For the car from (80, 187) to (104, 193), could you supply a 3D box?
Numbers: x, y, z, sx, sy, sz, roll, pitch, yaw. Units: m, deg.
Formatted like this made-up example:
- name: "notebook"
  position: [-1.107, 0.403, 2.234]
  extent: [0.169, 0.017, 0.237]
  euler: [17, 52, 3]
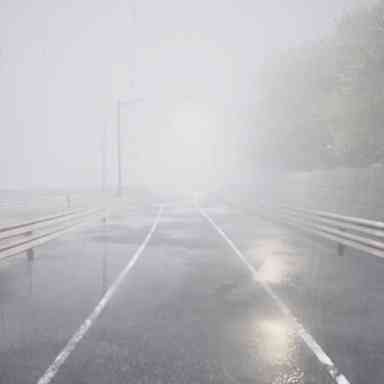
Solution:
- name: "car"
  position: [-14.771, -0.057, 50.195]
  extent: [1.837, 1.490, 4.892]
  euler: [1, 3, 23]

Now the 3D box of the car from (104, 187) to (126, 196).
- name: "car"
  position: [-10.623, -0.077, 51.045]
  extent: [2.033, 1.411, 5.357]
  euler: [1, 3, 23]

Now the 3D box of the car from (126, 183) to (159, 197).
- name: "car"
  position: [-7.367, -0.207, 49.710]
  extent: [2.097, 1.767, 4.553]
  euler: [2, 3, 23]

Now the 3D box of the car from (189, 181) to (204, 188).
- name: "car"
  position: [1.574, -1.823, 88.821]
  extent: [1.882, 1.535, 5.008]
  euler: [1, 3, 23]

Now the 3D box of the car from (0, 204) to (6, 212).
- name: "car"
  position: [-17.145, 0.962, 26.252]
  extent: [2.128, 1.511, 4.902]
  euler: [1, 3, 22]
